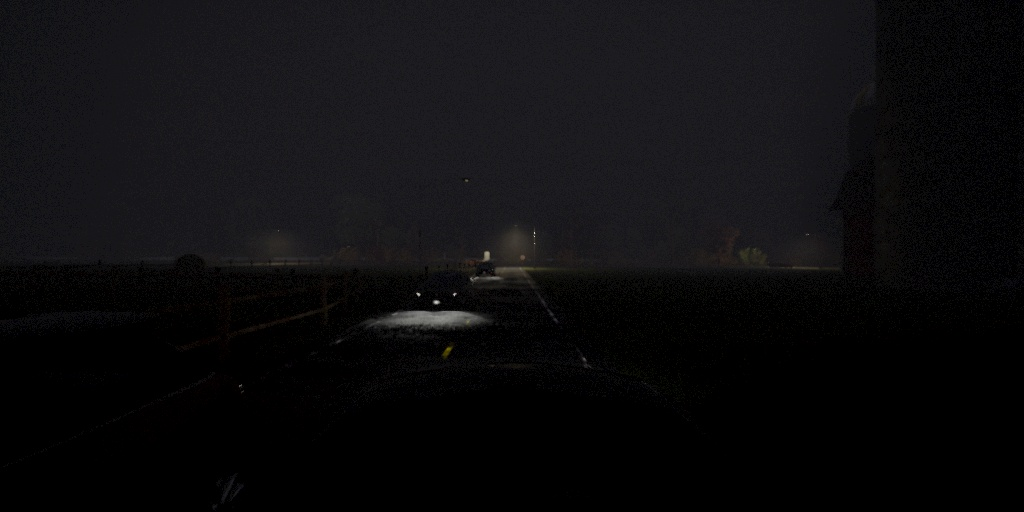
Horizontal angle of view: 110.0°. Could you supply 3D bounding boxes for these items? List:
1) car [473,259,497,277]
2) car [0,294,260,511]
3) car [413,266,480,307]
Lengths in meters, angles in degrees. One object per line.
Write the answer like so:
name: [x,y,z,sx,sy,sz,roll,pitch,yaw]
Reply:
car: [-2.715,1.387,38.049,1.837,1.490,4.892,0,-1,0]
car: [-2.851,1.097,0.629,2.097,1.767,4.553,0,0,0]
car: [-2.809,1.351,15.996,2.033,1.411,5.357,0,0,0]
